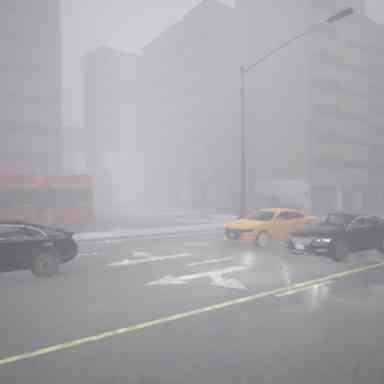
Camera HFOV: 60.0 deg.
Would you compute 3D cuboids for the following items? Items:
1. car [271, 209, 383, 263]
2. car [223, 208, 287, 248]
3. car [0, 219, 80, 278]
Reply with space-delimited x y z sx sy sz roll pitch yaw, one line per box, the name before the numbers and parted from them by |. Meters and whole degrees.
car | 5.472 1.508 12.112 4.902 1.511 2.128 0 0 -35
car | 3.669 1.495 15.115 5.008 1.535 1.882 0 0 -35
car | -5.481 1.497 8.640 4.902 1.511 2.128 0 0 -35
